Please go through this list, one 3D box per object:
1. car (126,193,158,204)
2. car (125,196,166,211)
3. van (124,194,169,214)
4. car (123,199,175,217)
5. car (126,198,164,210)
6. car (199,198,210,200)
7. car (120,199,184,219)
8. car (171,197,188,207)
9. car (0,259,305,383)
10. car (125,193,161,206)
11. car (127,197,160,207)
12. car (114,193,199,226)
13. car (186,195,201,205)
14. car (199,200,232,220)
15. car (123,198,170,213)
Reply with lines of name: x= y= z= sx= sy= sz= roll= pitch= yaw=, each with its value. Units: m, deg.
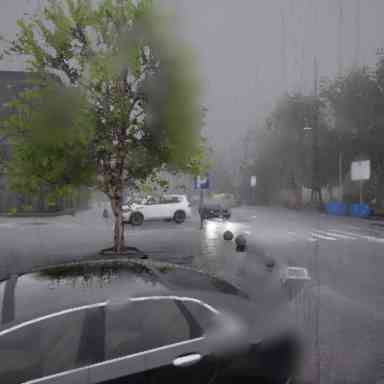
car: x=-9.859 y=1.278 z=65.548 sx=5.566 sy=2.045 sz=2.435 roll=-1 pitch=0 yaw=-30
car: x=-5.839 y=1.370 z=41.836 sx=4.553 sy=1.767 sz=2.185 roll=-1 pitch=0 yaw=-30
van: x=-4.884 y=1.269 z=35.863 sx=4.442 sy=1.987 sz=1.878 roll=-1 pitch=0 yaw=-30
car: x=-4.272 y=1.532 z=32.968 sx=4.674 sy=1.452 sz=2.002 roll=-1 pitch=0 yaw=-30
car: x=-6.317 y=1.537 z=44.807 sx=4.674 sy=1.452 sz=2.002 roll=-1 pitch=0 yaw=-30
car: x=1.999 y=1.582 z=52.234 sx=1.994 sy=1.385 sz=4.181 roll=0 pitch=0 yaw=-10
car: x=-3.588 y=1.486 z=30.101 sx=5.366 sy=1.575 sz=1.946 roll=-1 pitch=0 yaw=-30
car: x=-1.974 y=1.496 z=51.127 sx=1.882 sy=1.535 sz=5.008 roll=0 pitch=0 yaw=-10
car: x=-1.245 y=1.505 z=2.995 sx=4.892 sy=1.490 sz=1.837 roll=0 pitch=2 yaw=-26
car: x=-8.326 y=1.259 z=56.662 sx=5.566 sy=2.045 sz=2.435 roll=-1 pitch=0 yaw=-30
car: x=-7.817 y=1.535 z=53.705 sx=4.792 sy=1.488 sz=2.163 roll=-1 pitch=0 yaw=-30
car: x=-2.729 y=1.238 z=24.066 sx=5.566 sy=2.045 sz=2.435 roll=-1 pitch=0 yaw=-30
car: x=0.266 y=1.386 z=61.971 sx=2.097 sy=1.767 sz=4.553 roll=0 pitch=0 yaw=-10
car: x=1.903 y=1.606 z=28.343 sx=1.895 sy=1.301 sz=4.718 roll=0 pitch=0 yaw=-10
car: x=-5.287 y=1.494 z=38.884 sx=5.008 sy=1.535 sz=2.097 roll=-1 pitch=0 yaw=-30
